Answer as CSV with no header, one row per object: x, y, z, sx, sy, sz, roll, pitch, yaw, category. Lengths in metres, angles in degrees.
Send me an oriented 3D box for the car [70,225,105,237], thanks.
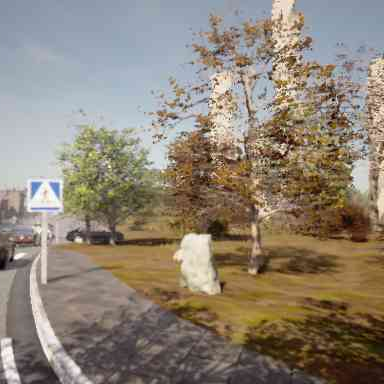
-14.815,5.470,47.130,4.674,1.452,2.002,1,-5,-19,car

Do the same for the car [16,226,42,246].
-13.607,3.733,27.389,2.033,1.411,5.357,0,-6,-19,car

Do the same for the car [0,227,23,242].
-20.882,4.783,37.928,2.128,1.511,4.902,1,-5,-19,car

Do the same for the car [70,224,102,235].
-16.669,5.926,52.301,4.792,1.488,2.163,1,-5,-19,car

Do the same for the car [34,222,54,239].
-18.858,4.828,42.059,2.150,2.045,5.566,0,-5,-19,car

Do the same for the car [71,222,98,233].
-19.457,6.453,60.198,4.553,1.767,2.185,1,-5,-19,car

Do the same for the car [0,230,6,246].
-17.461,3.981,28.546,1.895,1.301,4.718,1,-5,-20,car

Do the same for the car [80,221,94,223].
-13.929,5.069,44.540,4.553,1.767,2.185,1,-5,-19,car

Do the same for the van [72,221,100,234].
-18.363,6.123,57.544,4.442,1.987,1.878,1,-5,-19,van

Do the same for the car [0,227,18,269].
-8.476,2.321,13.615,1.812,1.442,4.674,1,-6,-24,car

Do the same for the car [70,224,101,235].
-17.527,6.152,54.908,4.792,1.488,2.163,1,-5,-19,car

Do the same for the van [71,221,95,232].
-21.327,6.770,65.240,4.442,1.987,1.878,1,-4,-19,van

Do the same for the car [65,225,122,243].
-9.337,3.950,31.609,5.008,1.535,2.097,1,-5,-19,car

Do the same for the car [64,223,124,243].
-8.425,3.695,29.022,4.892,1.521,2.231,1,-6,-19,car

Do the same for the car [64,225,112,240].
-12.247,4.701,39.310,5.366,1.575,1.946,1,-5,-19,car

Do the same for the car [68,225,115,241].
-11.129,4.488,36.786,4.792,1.488,2.163,1,-5,-19,car

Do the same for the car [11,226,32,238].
-24.213,5.639,47.361,1.882,1.535,5.008,1,-5,-19,car
